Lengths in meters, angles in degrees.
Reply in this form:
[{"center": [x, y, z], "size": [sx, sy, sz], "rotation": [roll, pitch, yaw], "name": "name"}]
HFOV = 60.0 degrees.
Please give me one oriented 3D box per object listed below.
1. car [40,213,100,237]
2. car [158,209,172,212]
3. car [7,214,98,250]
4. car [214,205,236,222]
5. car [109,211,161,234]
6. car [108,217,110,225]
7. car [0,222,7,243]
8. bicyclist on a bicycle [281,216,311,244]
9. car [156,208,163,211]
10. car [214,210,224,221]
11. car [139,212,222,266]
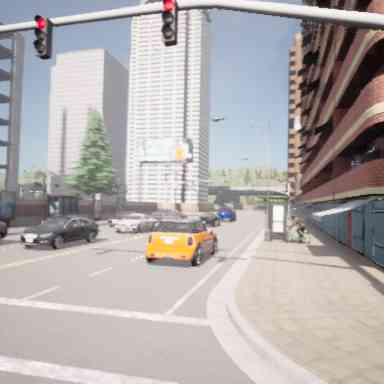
[{"center": [-8.693, 2.322, 24.160], "size": [1.994, 1.385, 4.181], "rotation": [1, -2, 14], "name": "car"}, {"center": [-1.815, 2.883, 36.215], "size": [1.812, 1.442, 4.674], "rotation": [1, -2, 16], "name": "car"}, {"center": [-6.823, 2.050, 17.606], "size": [2.128, 1.511, 4.902], "rotation": [1, -2, 15], "name": "car"}, {"center": [4.822, 3.115, 46.680], "size": [2.150, 2.045, 5.566], "rotation": [1, -2, 15], "name": "car"}, {"center": [-4.407, 2.469, 26.558], "size": [1.812, 1.442, 4.674], "rotation": [1, -2, 15], "name": "car"}, {"center": [-6.424, 2.611, 32.569], "size": [2.128, 1.511, 4.902], "rotation": [1, -2, 15], "name": "car"}, {"center": [-10.995, 1.880, 15.561], "size": [2.128, 1.511, 4.902], "rotation": [1, -2, 15], "name": "car"}, {"center": [6.057, 2.214, 19.359], "size": [1.656, 1.620, 0.582], "rotation": [0, -2, 15], "name": "bicyclist on a bicycle"}, {"center": [-3.799, 2.887, 42.243], "size": [2.097, 1.767, 4.553], "rotation": [1, -2, 15], "name": "car"}, {"center": [1.775, 2.933, 35.365], "size": [1.812, 1.442, 4.674], "rotation": [1, -2, 15], "name": "car"}, {"center": [-0.283, 1.936, 14.321], "size": [2.097, 1.767, 4.553], "rotation": [1, -2, 15], "name": "car"}]
